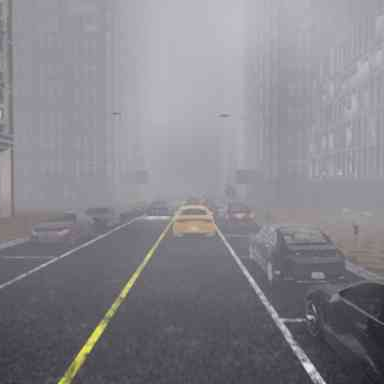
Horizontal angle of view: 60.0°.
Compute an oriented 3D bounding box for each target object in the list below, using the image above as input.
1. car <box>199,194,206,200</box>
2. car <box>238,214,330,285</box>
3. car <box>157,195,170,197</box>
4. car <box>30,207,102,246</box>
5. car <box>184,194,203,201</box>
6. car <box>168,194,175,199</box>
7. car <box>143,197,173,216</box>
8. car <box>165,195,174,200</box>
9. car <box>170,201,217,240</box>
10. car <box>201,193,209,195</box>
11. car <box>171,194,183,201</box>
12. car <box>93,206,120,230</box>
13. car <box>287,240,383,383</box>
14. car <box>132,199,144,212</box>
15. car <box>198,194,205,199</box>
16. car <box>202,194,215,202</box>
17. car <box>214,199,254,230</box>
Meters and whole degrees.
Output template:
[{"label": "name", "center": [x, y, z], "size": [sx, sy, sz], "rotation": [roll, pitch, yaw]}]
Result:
[{"label": "car", "center": [2.677, 1.280, 88.888], "size": [1.752, 1.417, 4.829], "rotation": [-1, 0, 0]}, {"label": "car", "center": [2.677, 1.534, 9.274], "size": [2.008, 1.369, 4.403], "rotation": [-1, 0, 0]}, {"label": "car", "center": [-5.704, 1.408, 60.401], "size": [2.008, 1.369, 4.403], "rotation": [-1, 0, 0]}, {"label": "car", "center": [-5.670, 1.555, 15.009], "size": [1.802, 1.307, 4.206], "rotation": [-1, 0, 0]}, {"label": "car", "center": [0.098, 1.411, 42.241], "size": [1.837, 1.490, 4.892], "rotation": [0, 0, 0]}, {"label": "car", "center": [-5.704, 1.259, 94.277], "size": [1.752, 1.417, 4.829], "rotation": [-1, 0, 0]}, {"label": "car", "center": [-3.095, 1.499, 31.548], "size": [1.994, 1.385, 4.181], "rotation": [0, 0, 0]}, {"label": "car", "center": [-5.703, 1.344, 83.098], "size": [1.947, 1.339, 4.313], "rotation": [-1, 0, 0]}, {"label": "car", "center": [0.100, 1.446, 16.966], "size": [1.882, 1.535, 5.008], "rotation": [0, 0, 0]}, {"label": "car", "center": [2.673, 1.172, 60.343], "size": [2.192, 1.841, 5.009], "rotation": [-1, 0, 0]}, {"label": "car", "center": [-3.002, 1.177, 72.564], "size": [1.837, 1.490, 4.892], "rotation": [0, 0, 0]}, {"label": "car", "center": [-5.670, 1.528, 20.683], "size": [1.947, 1.339, 4.313], "rotation": [-1, 0, 0]}, {"label": "car", "center": [2.677, 1.559, 3.600], "size": [1.947, 1.339, 4.313], "rotation": [-1, 0, 0]}, {"label": "car", "center": [-5.689, 1.445, 37.535], "size": [1.752, 1.417, 4.829], "rotation": [-1, 0, 0]}, {"label": "car", "center": [2.677, 1.257, 94.562], "size": [1.752, 1.417, 4.829], "rotation": [-1, 0, 0]}, {"label": "car", "center": [2.350, 1.420, 46.777], "size": [1.812, 1.442, 4.674], "rotation": [0, 0, 0]}, {"label": "car", "center": [2.675, 1.401, 20.622], "size": [1.967, 1.590, 4.097], "rotation": [-1, 0, 0]}]
